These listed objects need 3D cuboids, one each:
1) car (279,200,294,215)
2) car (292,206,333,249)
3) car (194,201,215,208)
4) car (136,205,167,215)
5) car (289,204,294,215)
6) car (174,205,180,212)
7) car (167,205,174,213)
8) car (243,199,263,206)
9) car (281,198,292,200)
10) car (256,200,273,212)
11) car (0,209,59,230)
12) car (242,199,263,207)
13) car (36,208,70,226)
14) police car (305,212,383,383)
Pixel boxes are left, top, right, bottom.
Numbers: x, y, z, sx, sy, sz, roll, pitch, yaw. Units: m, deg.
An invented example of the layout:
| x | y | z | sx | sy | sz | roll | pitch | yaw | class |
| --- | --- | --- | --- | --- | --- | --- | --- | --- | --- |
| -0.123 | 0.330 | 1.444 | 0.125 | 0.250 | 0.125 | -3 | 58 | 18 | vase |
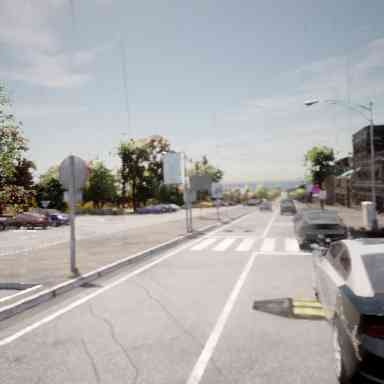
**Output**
| x | y | z | sx | sy | sz | roll | pitch | yaw | class |
| --- | --- | --- | --- | --- | --- | --- | --- | --- | --- |
| 12.122 | 2.125 | 42.098 | 1.837 | 1.490 | 4.892 | -2 | -1 | 16 | car |
| 5.611 | 1.581 | 14.763 | 1.837 | 1.490 | 4.892 | -2 | -2 | 15 | car |
| 3.072 | 3.657 | 91.892 | 5.008 | 1.535 | 2.097 | -2 | -2 | 15 | car |
| -7.077 | 2.993 | 55.088 | 4.674 | 1.452 | 2.002 | -2 | -2 | 15 | car |
| 7.198 | 1.690 | 20.554 | 1.837 | 1.490 | 4.892 | -2 | -2 | 15 | car |
| -5.346 | 3.073 | 61.404 | 5.008 | 1.535 | 2.097 | -2 | -2 | 15 | car |
| -6.205 | 3.014 | 58.246 | 4.892 | 1.521 | 2.231 | -2 | -2 | 15 | car |
| 16.412 | 3.271 | 91.089 | 4.892 | 1.521 | 2.231 | -2 | -2 | 15 | car |
| 15.685 | 2.085 | 55.143 | 2.150 | 2.045 | 5.566 | -2 | -2 | 15 | car |
| 11.886 | 2.433 | 53.541 | 1.837 | 1.490 | 4.892 | -2 | -2 | 15 | car |
| -14.349 | 2.491 | 28.565 | 4.674 | 1.452 | 2.002 | -2 | -2 | 15 | car |
| 17.116 | 3.083 | 93.806 | 5.566 | 2.045 | 2.435 | -2 | -2 | 15 | car |
| -13.581 | 2.384 | 31.644 | 4.553 | 1.767 | 2.185 | -2 | -2 | 15 | car |
| 3.020 | 1.366 | 5.197 | 1.930 | 1.638 | 5.238 | 0 | 0 | 15 | police car |
